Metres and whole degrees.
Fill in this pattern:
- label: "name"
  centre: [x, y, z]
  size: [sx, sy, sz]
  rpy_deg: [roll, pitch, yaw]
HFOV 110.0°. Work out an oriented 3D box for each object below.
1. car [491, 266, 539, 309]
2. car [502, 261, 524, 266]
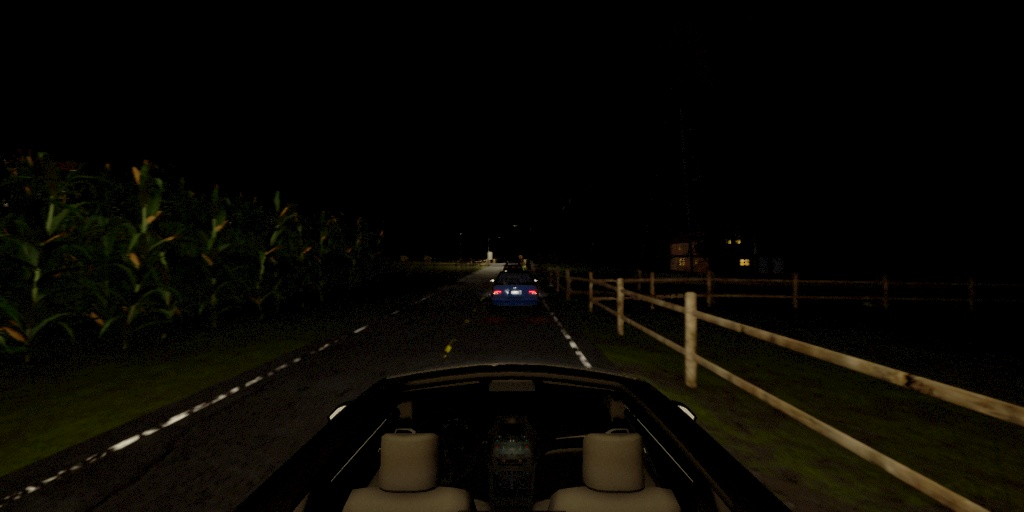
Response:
- label: "car"
  centre: [0.095, 1.304, 14.836]
  size: [2.033, 1.411, 5.357]
  rpy_deg: [0, 0, 0]
- label: "car"
  centre: [0.104, 1.267, 35.588]
  size: [2.128, 1.511, 4.902]
  rpy_deg: [0, 0, 0]
